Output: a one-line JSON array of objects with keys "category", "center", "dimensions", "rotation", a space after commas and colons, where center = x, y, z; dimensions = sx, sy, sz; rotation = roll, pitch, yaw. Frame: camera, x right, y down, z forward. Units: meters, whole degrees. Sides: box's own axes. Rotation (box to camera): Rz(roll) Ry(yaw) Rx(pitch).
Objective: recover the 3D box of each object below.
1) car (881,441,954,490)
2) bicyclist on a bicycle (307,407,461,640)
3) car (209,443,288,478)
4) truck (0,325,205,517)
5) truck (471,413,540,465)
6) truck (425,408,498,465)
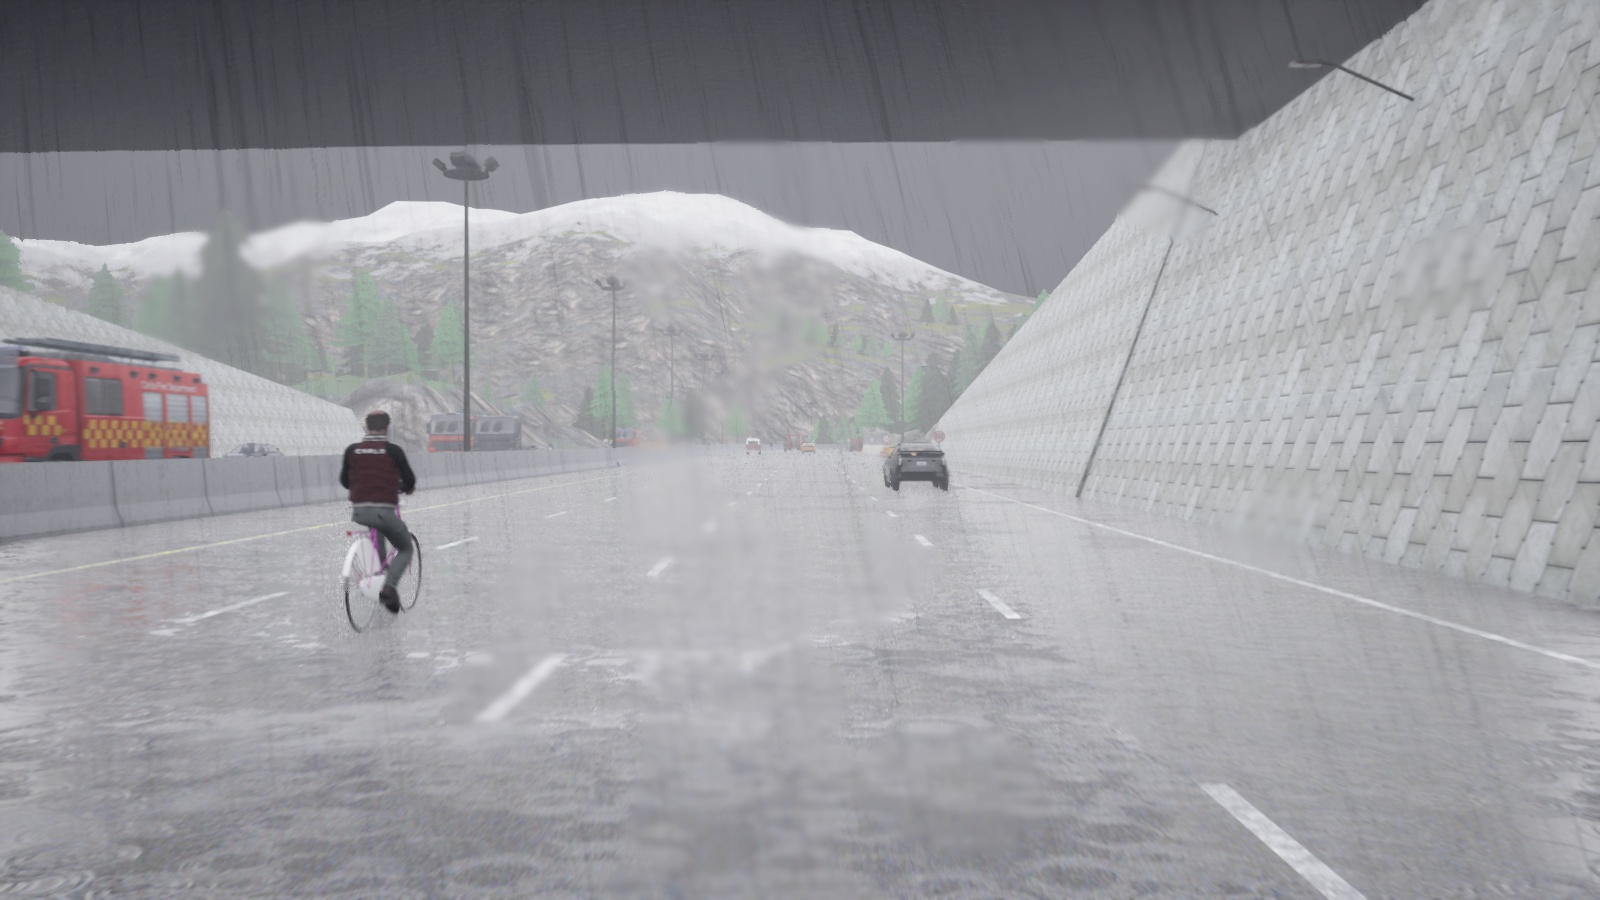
[{"category": "car", "center": [3.780, 0.464, 41.186], "dimensions": [2.007, 1.525, 4.514], "rotation": [0, 0, 0]}, {"category": "bicyclist on a bicycle", "center": [-3.425, 0.555, 10.509], "dimensions": [0.659, 1.776, 1.843], "rotation": [0, 0, 0]}, {"category": "car", "center": [-24.126, 0.430, 55.100], "dimensions": [1.845, 1.501, 3.633], "rotation": [0, 0, 0]}, {"category": "truck", "center": [-17.301, -0.597, 29.188], "dimensions": [2.891, 3.827, 8.468], "rotation": [0, 0, 0]}, {"category": "truck", "center": [-20.404, -0.745, 87.580], "dimensions": [2.891, 3.462, 7.936], "rotation": [0, 0, 0]}, {"category": "truck", "center": [-23.894, -0.939, 89.111], "dimensions": [2.891, 3.827, 8.468], "rotation": [0, 0, 0]}]
